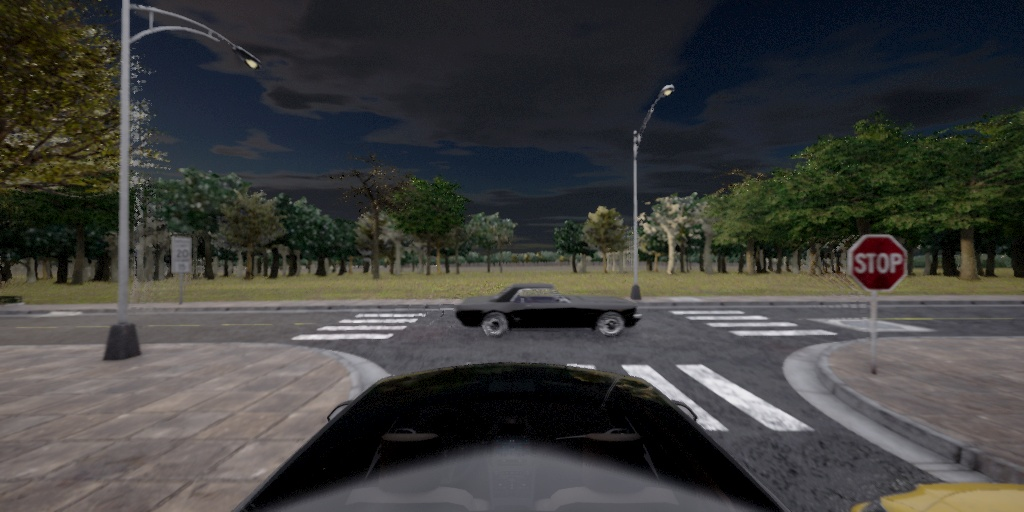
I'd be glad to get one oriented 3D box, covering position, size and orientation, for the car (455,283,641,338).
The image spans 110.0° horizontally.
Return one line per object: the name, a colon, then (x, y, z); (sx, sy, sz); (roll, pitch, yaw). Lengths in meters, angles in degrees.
car: (0.938, 1.402, 9.780); (4.718, 1.301, 1.895); (0, 0, 1)
